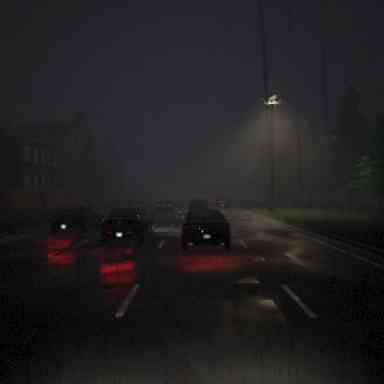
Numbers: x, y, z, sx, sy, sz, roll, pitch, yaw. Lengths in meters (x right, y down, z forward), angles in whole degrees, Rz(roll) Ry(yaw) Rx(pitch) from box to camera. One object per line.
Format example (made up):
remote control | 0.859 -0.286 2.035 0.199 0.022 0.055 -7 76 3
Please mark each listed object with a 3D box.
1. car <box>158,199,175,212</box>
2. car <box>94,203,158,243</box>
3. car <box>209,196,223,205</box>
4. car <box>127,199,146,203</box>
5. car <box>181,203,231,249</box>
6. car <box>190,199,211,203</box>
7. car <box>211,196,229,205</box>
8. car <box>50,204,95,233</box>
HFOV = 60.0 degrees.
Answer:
car | -2.924 1.479 37.525 2.033 1.411 5.357 0 0 0
car | -2.956 1.475 15.963 1.837 1.490 4.892 0 0 0
car | 4.003 1.447 55.978 2.033 1.411 5.357 0 0 0
car | -6.423 1.477 38.349 2.033 1.411 5.357 0 0 0
car | 0.541 1.451 14.473 1.882 1.535 5.008 0 0 0
car | 0.569 1.445 33.074 1.837 1.490 4.892 0 0 0
car | 3.988 1.423 45.559 1.837 1.490 4.892 0 0 0
car | -6.452 1.469 19.117 1.837 1.490 4.892 0 0 0
